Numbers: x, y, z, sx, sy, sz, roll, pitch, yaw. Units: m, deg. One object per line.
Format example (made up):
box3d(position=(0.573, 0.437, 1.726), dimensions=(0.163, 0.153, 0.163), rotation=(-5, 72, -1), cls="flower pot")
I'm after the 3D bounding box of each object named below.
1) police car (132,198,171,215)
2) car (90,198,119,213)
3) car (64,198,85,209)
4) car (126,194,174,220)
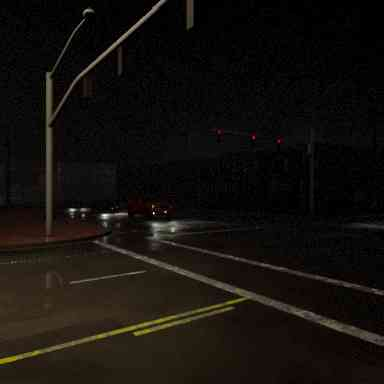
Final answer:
box3d(position=(-4.424, 1.504, 35.724), dimensions=(2.038, 1.542, 4.974), rotation=(0, 0, -36), cls="police car")
box3d(position=(-9.803, 1.505, 37.039), dimensions=(1.837, 1.490, 4.892), rotation=(0, 0, -36), cls="car")
box3d(position=(-16.391, 1.526, 46.240), dimensions=(1.812, 1.442, 4.674), rotation=(0, 0, -35), cls="car")
box3d(position=(-3.718, 1.222, 28.561), dimensions=(2.150, 2.045, 5.566), rotation=(0, 0, -36), cls="car")
